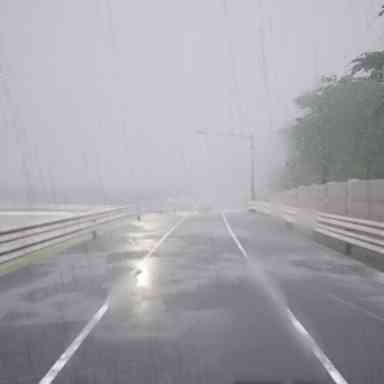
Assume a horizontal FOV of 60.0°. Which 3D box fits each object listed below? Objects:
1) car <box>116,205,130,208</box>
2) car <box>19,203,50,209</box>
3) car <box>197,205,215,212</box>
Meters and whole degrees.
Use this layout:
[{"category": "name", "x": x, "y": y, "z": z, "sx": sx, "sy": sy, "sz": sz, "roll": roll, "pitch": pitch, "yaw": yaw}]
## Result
[{"category": "car", "x": -13.321, "y": 3.495, "z": 68.780, "sx": 4.892, "sy": 1.490, "sz": 1.837, "roll": 3, "pitch": -5, "yaw": -38}, {"category": "car", "x": -28.133, "y": 2.816, "z": 59.509, "sx": 5.008, "sy": 1.535, "sz": 1.882, "roll": 2, "pitch": -4, "yaw": -28}, {"category": "car", "x": 3.523, "y": 4.307, "z": 84.343, "sx": 2.150, "sy": 2.045, "sz": 5.566, "roll": -3, "pitch": -5, "yaw": 41}]
